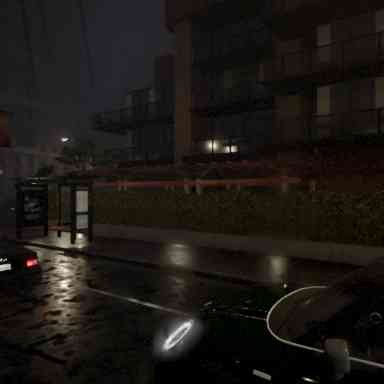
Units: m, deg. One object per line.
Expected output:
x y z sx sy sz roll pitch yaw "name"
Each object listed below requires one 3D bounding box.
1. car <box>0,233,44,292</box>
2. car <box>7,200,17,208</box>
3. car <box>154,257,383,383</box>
-5.768 1.547 8.061 5.357 1.411 2.033 0 0 36 "car"
-24.603 1.478 49.108 1.882 1.535 5.008 0 0 35 "car"
1.850 1.352 2.685 4.553 1.767 2.097 0 0 35 "car"
